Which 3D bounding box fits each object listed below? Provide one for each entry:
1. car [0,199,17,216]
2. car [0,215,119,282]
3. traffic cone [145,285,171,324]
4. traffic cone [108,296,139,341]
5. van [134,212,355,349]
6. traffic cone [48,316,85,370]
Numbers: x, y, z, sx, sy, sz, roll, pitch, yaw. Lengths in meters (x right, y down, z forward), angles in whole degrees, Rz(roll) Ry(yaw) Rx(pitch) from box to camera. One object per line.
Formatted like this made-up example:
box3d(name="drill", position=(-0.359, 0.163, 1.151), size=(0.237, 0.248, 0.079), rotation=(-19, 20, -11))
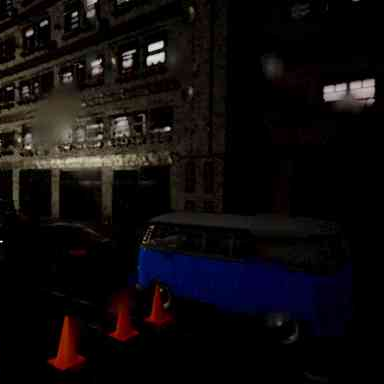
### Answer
box3d(name="car", position=(-8.447, 1.171, 12.579), size=(5.009, 1.841, 2.192), rotation=(1, 1, 36))
box3d(name="car", position=(-3.843, 1.497, 9.284), size=(4.206, 1.307, 1.802), rotation=(1, 1, 36))
box3d(name="traffic cone", position=(-0.592, 1.917, 5.789), size=(0.340, 0.580, 0.340), rotation=(1, 1, 25))
box3d(name="traffic cone", position=(-1.055, 1.918, 5.164), size=(0.340, 0.580, 0.340), rotation=(1, 0, 36))
box3d(name="van", position=(0.761, 1.316, 5.981), size=(3.998, 1.788, 1.690), rotation=(1, 1, 36))
box3d(name="traffic cone", position=(-1.637, 1.918, 4.351), size=(0.340, 0.580, 0.340), rotation=(1, 0, 36))
